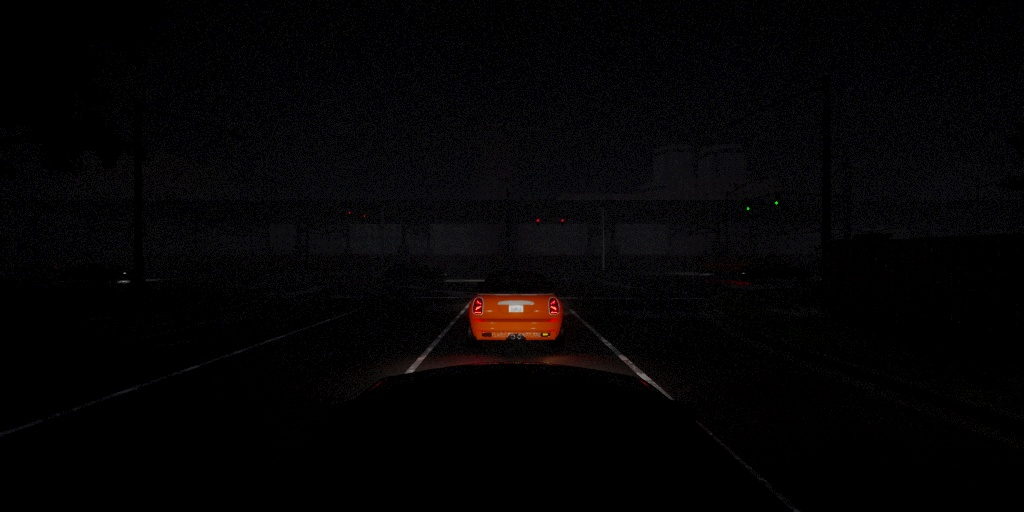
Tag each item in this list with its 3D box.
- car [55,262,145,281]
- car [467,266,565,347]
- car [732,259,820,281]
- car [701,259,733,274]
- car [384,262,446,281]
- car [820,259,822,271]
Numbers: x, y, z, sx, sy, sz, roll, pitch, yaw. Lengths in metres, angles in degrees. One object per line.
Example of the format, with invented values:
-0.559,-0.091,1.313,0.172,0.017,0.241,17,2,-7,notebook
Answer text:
-33.895,1.297,29.799,5.357,1.411,2.033,0,0,2,car
0.083,1.103,9.490,2.097,1.767,4.553,0,0,0,car
20.775,1.133,28.378,4.902,1.511,2.128,-1,0,1,car
23.224,1.098,39.022,5.008,1.535,1.882,-1,0,1,car
-7.854,1.239,29.102,4.902,1.511,2.128,0,0,1,car
33.134,1.065,38.768,4.181,1.385,1.994,-1,0,1,car
